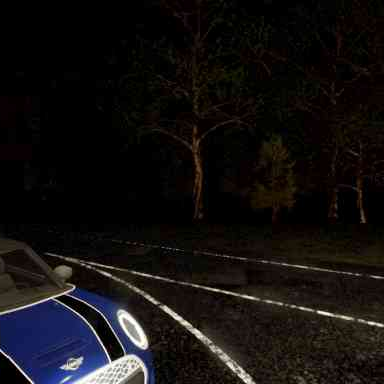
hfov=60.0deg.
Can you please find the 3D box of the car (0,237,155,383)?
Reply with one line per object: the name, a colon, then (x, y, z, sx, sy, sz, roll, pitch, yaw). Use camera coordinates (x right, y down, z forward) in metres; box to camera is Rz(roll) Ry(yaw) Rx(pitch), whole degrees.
car: (-2.570, 1.338, 3.717, 4.553, 1.767, 2.097, 1, 0, 36)
